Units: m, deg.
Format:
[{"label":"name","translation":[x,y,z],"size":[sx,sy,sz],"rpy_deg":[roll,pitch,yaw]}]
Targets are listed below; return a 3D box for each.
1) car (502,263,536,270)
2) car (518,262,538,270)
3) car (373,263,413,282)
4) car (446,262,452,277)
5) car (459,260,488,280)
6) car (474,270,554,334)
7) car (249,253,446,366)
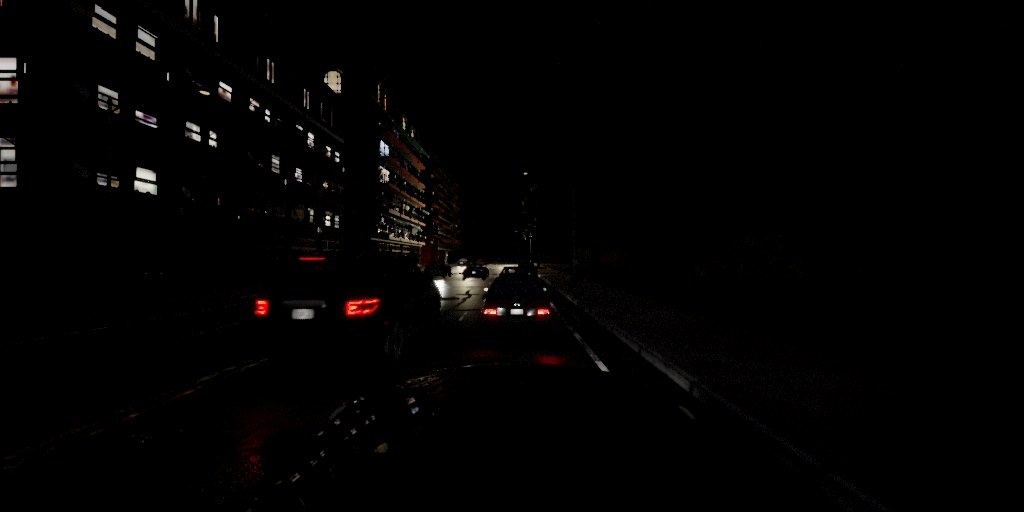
[{"label":"car","translation":[0.111,1.301,20.934],"size":[2.033,1.411,5.357],"rpy_deg":[0,0,0]},{"label":"car","translation":[1.155,1.259,30.702],"size":[1.837,1.490,4.892],"rpy_deg":[0,0,0]},{"label":"car","translation":[-9.835,1.318,29.967],"size":[1.994,1.385,4.181],"rpy_deg":[0,0,0]},{"label":"car","translation":[-6.583,1.245,32.059],"size":[2.128,1.511,4.902],"rpy_deg":[0,0,0]},{"label":"car","translation":[-3.132,1.318,31.438],"size":[1.994,1.385,4.181],"rpy_deg":[0,0,0]},{"label":"car","translation":[0.107,1.299,10.573],"size":[2.033,1.411,5.357],"rpy_deg":[0,0,0]},{"label":"car","translation":[-3.148,0.971,8.087],"size":[2.150,2.045,5.566],"rpy_deg":[0,0,0]}]
